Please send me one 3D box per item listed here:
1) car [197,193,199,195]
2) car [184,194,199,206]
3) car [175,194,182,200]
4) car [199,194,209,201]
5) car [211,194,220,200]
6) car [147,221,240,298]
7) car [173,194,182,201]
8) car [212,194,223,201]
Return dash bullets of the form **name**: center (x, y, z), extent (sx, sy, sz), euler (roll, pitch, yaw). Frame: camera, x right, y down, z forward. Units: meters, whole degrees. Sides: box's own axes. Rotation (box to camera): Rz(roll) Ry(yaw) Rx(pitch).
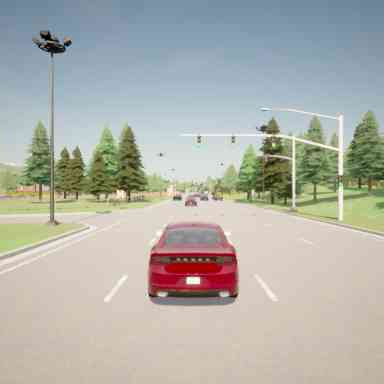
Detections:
- **car**: center (3.198, 1.355, 94.232), extent (2.128, 1.511, 4.902), euler (0, 0, 0)
- **car**: center (-0.170, 1.524, 53.188), extent (1.812, 1.442, 4.674), euler (0, 0, 0)
- **car**: center (-3.802, 1.308, 94.210), extent (1.882, 1.535, 5.008), euler (0, 0, 0)
- **car**: center (3.230, 1.515, 84.229), extent (1.812, 1.442, 4.674), euler (0, 0, 0)
- **car**: center (6.698, 1.370, 94.244), extent (2.033, 1.411, 5.357), euler (0, 0, 0)
- **car**: center (0.036, 1.477, 8.586), extent (1.882, 1.535, 5.008), euler (0, 0, 0)
- **car**: center (-3.768, 1.468, 83.790), extent (1.882, 1.535, 5.008), euler (0, 0, 0)
- **car**: center (6.732, 1.515, 83.824), extent (2.128, 1.511, 4.902), euler (0, 0, 0)
